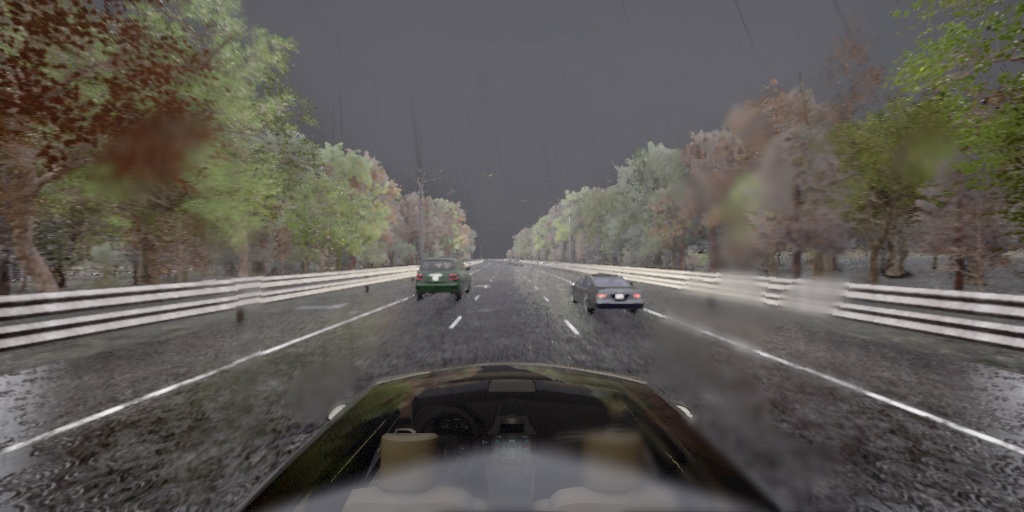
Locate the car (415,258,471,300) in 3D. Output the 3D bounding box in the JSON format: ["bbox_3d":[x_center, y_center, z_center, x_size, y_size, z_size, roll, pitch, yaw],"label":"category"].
[{"bbox_3d":[-3.452,1.126,18.813,2.150,2.045,5.566,0,-1,0],"label":"car"}]

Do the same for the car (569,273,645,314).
[{"bbox_3d":[3.573,1.408,14.421,2.033,1.411,5.357,0,-1,0],"label":"car"}]
